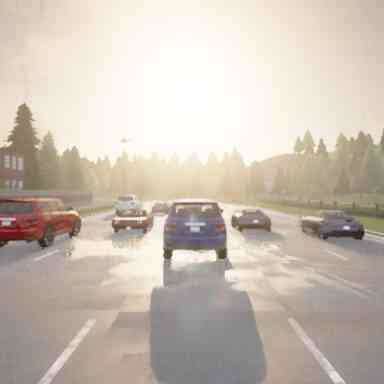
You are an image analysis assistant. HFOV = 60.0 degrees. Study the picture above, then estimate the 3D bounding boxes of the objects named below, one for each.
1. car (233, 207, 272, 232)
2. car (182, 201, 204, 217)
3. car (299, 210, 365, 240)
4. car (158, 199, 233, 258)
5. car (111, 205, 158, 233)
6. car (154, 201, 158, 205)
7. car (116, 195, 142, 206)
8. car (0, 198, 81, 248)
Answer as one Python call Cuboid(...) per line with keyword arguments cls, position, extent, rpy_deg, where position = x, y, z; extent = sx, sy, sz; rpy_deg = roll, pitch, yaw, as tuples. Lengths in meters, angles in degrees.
Cuboid(cls="car", position=(3.601, 1.627, 20.786), extent=(1.994, 1.385, 4.181), rpy_deg=(0, 0, 0))
Cuboid(cls="car", position=(0.099, 1.648, 33.630), extent=(2.033, 1.411, 5.357), rpy_deg=(0, 0, 0))
Cuboid(cls="car", position=(7.099, 1.616, 17.278), extent=(1.994, 1.385, 4.181), rpy_deg=(0, 0, 0))
Cuboid(cls="car", position=(0.100, 1.261, 13.059), extent=(2.150, 2.045, 5.566), rpy_deg=(0, 0, 0))
Cuboid(cls="car", position=(-3.401, 1.661, 20.055), extent=(1.895, 1.301, 4.718), rpy_deg=(0, 0, 0))
Cuboid(cls="car", position=(-3.400, 1.678, 37.757), extent=(1.994, 1.385, 4.181), rpy_deg=(0, 0, 0))
Cuboid(cls="car", position=(-6.891, 1.333, 36.708), extent=(2.150, 2.045, 5.566), rpy_deg=(0, 0, 0))
Cuboid(cls="car", position=(-6.902, 1.268, 15.103), extent=(2.150, 2.045, 5.566), rpy_deg=(0, 0, 0))
